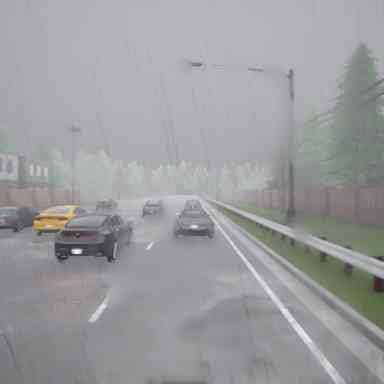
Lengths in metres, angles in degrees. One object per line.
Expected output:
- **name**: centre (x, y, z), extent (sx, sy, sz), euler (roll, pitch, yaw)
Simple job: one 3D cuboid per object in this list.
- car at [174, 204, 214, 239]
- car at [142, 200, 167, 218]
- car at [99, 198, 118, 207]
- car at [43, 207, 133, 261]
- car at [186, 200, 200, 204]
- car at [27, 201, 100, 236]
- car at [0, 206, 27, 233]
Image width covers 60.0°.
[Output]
- **car**: centre (0.103, 1.569, 17.425), extent (1.994, 1.385, 4.181), euler (0, 0, 0)
- **car**: centre (-3.395, 1.501, 30.611), extent (2.128, 1.511, 4.902), euler (0, 0, 0)
- **car**: centre (-10.395, 1.517, 40.815), extent (1.837, 1.490, 4.892), euler (0, 0, 0)
- **car**: centre (-3.398, 1.509, 12.260), extent (1.837, 1.490, 4.892), euler (0, 0, 0)
- **car**: centre (0.106, 1.558, 35.799), extent (2.033, 1.411, 5.357), euler (0, 0, 0)
- **car**: centre (-6.896, 1.483, 18.493), extent (1.882, 1.535, 5.008), euler (0, 0, 0)
- **car**: centre (-10.397, 1.553, 19.728), extent (2.033, 1.411, 5.357), euler (0, 0, 0)
